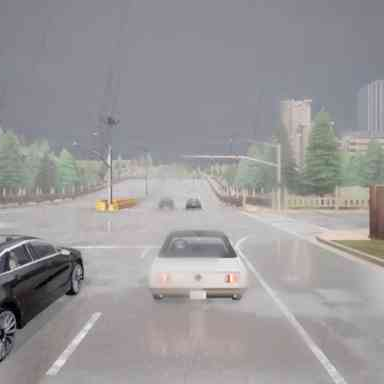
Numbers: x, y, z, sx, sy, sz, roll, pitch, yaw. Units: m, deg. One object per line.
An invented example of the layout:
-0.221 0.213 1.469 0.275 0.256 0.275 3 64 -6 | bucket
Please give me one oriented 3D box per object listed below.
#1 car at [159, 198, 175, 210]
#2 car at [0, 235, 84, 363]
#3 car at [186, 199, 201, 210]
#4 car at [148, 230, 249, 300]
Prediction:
-3.304 1.496 43.716 1.837 1.490 4.892 0 0 0 | car
-3.387 1.490 5.777 2.128 1.511 4.902 0 0 0 | car
0.198 1.555 43.885 1.994 1.385 4.181 0 0 0 | car
0.117 1.599 8.311 1.895 1.301 4.718 0 0 0 | car
